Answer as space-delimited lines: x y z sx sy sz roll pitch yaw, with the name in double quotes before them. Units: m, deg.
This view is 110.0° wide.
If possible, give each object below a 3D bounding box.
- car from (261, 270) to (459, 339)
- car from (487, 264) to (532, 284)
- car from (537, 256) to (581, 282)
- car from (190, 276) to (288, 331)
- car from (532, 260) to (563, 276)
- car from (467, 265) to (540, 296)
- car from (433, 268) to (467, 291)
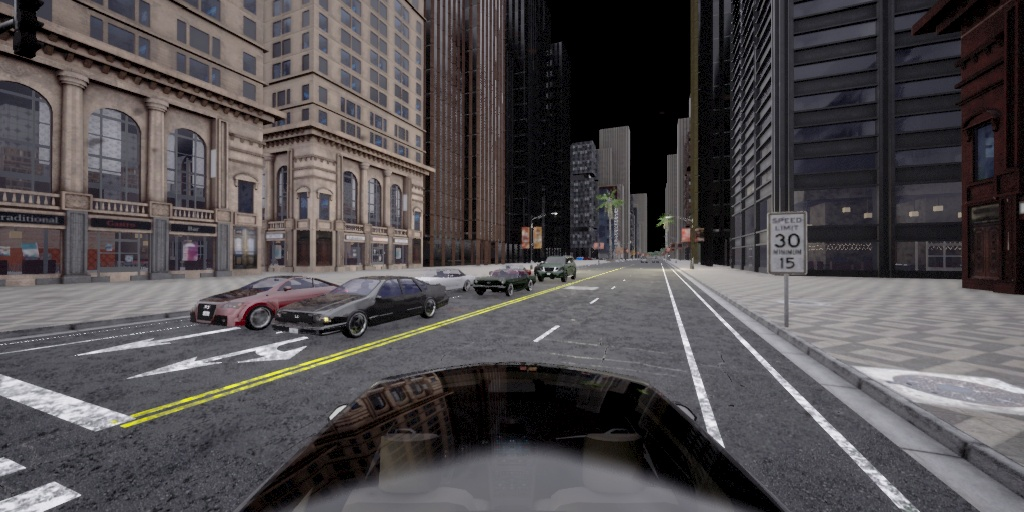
"car" -3.934 1.299 10.576 2.033 1.411 5.357 0 0 22
"car" -0.081 1.364 28.490 1.895 1.301 4.718 0 0 23
"car" 3.785 0.986 29.336 2.150 2.045 5.566 0 0 22
"car" -7.198 1.315 11.173 1.994 1.385 4.181 0 0 23
"car" 3.836 1.250 37.915 1.882 1.535 5.008 0 0 23
"car" -0.287 1.357 19.444 1.895 1.301 4.718 0 0 23
"car" -3.871 1.356 19.278 1.895 1.301 4.718 0 0 22
